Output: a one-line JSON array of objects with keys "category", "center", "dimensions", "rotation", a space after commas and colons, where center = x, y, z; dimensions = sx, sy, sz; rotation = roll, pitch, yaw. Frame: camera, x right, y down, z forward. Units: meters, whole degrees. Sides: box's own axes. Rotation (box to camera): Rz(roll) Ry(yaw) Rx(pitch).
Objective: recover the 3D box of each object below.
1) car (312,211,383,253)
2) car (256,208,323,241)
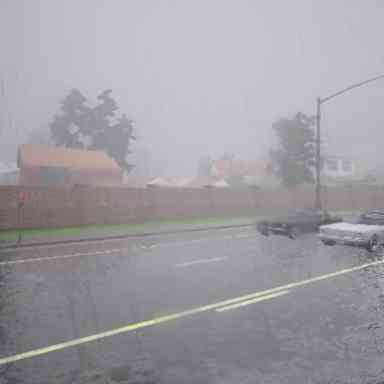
[{"category": "car", "center": [7.188, 1.504, 13.425], "dimensions": [4.718, 1.301, 1.895], "rotation": [-1, 0, -36]}, {"category": "car", "center": [5.351, 1.502, 16.413], "dimensions": [4.718, 1.301, 1.895], "rotation": [-1, 0, -36]}]
